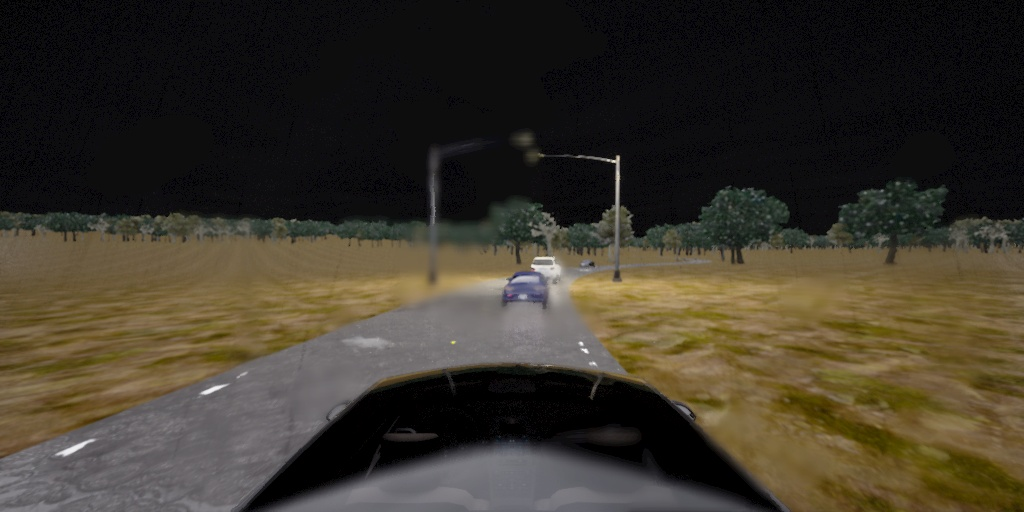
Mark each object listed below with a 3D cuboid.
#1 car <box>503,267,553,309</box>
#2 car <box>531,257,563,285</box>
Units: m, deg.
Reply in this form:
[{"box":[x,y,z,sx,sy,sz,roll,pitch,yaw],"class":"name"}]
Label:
[{"box":[0.726,1.371,15.497,1.812,1.442,4.674,0,0,7],"class":"car"},{"box":[2.849,1.135,28.821,2.150,2.045,5.566,0,0,13],"class":"car"}]
